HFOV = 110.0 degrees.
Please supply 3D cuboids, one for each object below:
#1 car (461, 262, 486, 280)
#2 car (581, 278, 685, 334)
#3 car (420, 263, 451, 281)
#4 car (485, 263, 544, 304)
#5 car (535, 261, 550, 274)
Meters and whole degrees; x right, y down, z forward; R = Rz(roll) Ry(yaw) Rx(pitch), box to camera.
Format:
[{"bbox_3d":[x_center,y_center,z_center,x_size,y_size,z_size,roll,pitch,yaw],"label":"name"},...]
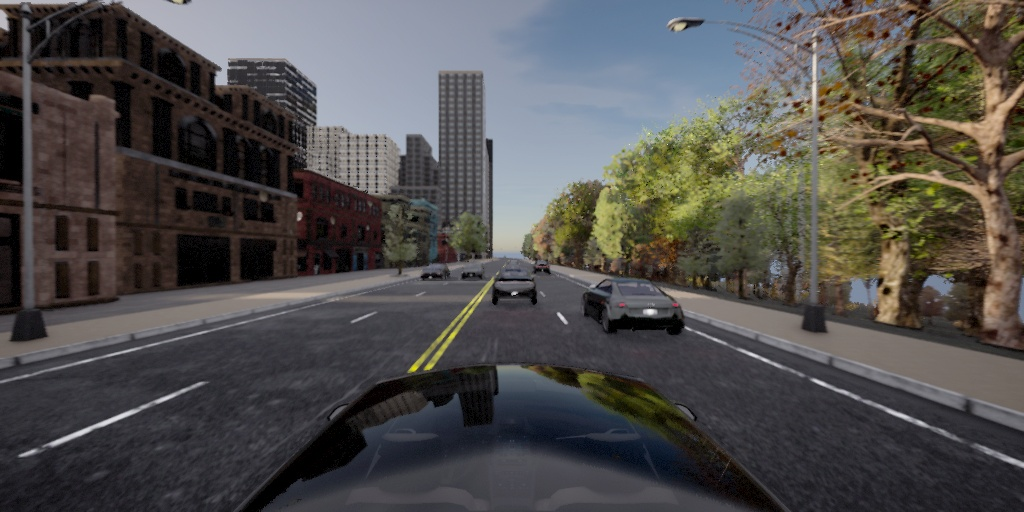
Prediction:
[{"bbox_3d":[-3.329,1.304,31.686,1.837,1.490,4.892,0,0,0],"label":"car"},{"bbox_3d":[3.354,1.330,10.708,1.994,1.385,4.181,0,0,0],"label":"car"},{"bbox_3d":[-6.581,1.347,31.579,2.033,1.411,5.357,0,0,0],"label":"car"},{"bbox_3d":[0.104,1.267,16.537,2.128,1.511,4.902,0,0,0],"label":"car"},{"bbox_3d":[3.363,1.319,42.113,1.837,1.490,4.892,0,0,0],"label":"car"}]
